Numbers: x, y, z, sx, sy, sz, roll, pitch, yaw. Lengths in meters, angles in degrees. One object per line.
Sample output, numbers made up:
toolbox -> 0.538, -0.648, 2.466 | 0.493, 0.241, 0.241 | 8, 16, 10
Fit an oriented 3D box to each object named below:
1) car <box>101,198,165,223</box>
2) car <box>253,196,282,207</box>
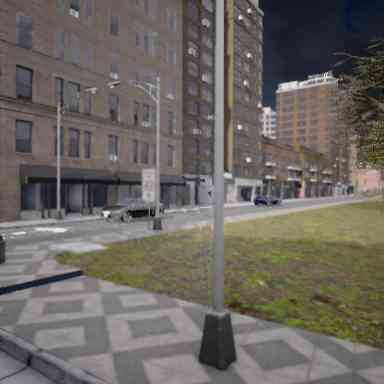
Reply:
car -> -3.884, 1.168, 22.452 | 2.128, 1.511, 4.902 | 1, 1, 36
car -> 9.287, 1.117, 40.823 | 1.895, 1.301, 4.718 | 1, 1, 36
